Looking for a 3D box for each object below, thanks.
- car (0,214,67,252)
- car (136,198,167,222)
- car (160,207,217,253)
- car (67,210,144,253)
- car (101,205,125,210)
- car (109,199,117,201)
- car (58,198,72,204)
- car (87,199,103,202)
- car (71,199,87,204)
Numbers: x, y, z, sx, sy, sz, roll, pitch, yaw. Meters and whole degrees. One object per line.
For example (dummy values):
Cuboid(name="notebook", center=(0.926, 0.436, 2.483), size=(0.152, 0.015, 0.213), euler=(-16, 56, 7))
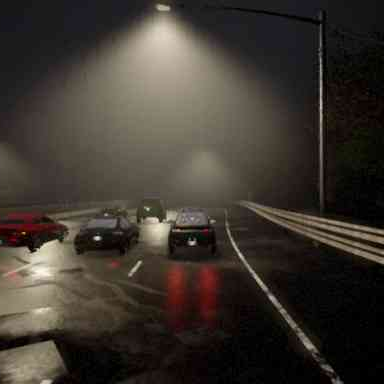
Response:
Cuboid(name="car", center=(-6.986, 1.664, 14.366), size=(1.812, 1.442, 4.674), euler=(0, 0, 0))
Cuboid(name="car", center=(-3.482, 1.501, 29.017), size=(2.150, 2.045, 5.566), euler=(0, 0, 0))
Cuboid(name="car", center=(0.013, 1.629, 14.281), size=(2.128, 1.511, 4.902), euler=(0, 0, 0))
Cuboid(name="car", center=(-3.486, 1.701, 14.278), size=(1.994, 1.385, 4.181), euler=(0, -1, 0))
Cuboid(name="car", center=(-6.980, 1.852, 29.322), size=(1.994, 1.385, 4.181), euler=(0, -1, 0))
Cuboid(name="car", center=(-17.456, 2.297, 73.912), size=(2.128, 1.511, 4.902), euler=(0, -1, 0))
Cuboid(name="car", center=(-27.956, 2.128, 73.951), size=(2.097, 1.767, 4.553), euler=(0, -1, 0))
Cuboid(name="car", center=(-20.956, 2.312, 73.914), size=(2.033, 1.411, 5.357), euler=(0, -1, 0))
Cuboid(name="car", center=(-24.456, 2.272, 73.917), size=(1.837, 1.490, 4.892), euler=(0, -1, 0))
